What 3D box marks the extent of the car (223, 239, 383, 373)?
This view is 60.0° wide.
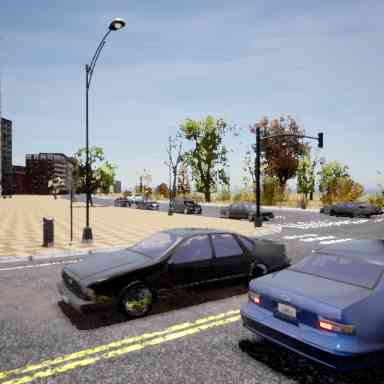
[{"bbox_3d":[3.283,1.547,5.640,5.357,1.411,2.033,0,0,-34],"label":"car"}]

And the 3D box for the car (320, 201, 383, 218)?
[{"bbox_3d":[14.321,1.560,30.117,2.033,1.411,5.357,0,0,-32],"label":"car"}]

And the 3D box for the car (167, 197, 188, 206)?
[{"bbox_3d":[-2.591,1.649,58.885,1.994,1.385,4.181,0,0,-30],"label":"car"}]

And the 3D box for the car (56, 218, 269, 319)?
[{"bbox_3d":[-0.088,1.547,7.532,5.357,1.411,2.033,0,0,-35],"label":"car"}]

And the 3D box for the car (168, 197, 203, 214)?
[{"bbox_3d":[-0.694,1.585,36.435,1.837,1.490,4.892,0,0,-32],"label":"car"}]

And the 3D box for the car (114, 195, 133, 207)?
[{"bbox_3d":[-11.309,1.626,54.190,1.837,1.490,4.892,0,0,-30],"label":"car"}]

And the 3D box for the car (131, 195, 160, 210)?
[{"bbox_3d":[-6.073,1.594,45.268,2.128,1.511,4.902,0,0,-31],"label":"car"}]

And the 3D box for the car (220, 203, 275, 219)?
[{"bbox_3d":[4.483,1.604,28.025,2.033,1.411,5.357,0,0,-31],"label":"car"}]
